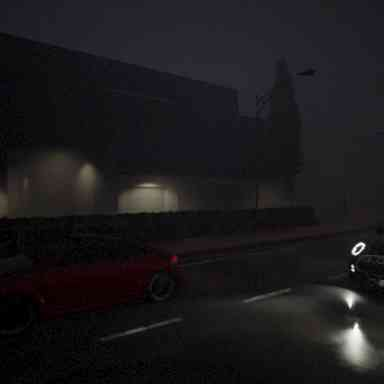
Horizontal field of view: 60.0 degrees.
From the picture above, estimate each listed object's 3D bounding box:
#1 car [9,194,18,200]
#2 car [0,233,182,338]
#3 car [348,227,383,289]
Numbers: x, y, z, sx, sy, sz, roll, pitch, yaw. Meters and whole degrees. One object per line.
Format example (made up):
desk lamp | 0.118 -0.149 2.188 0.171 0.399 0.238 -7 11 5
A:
car | -43.741 1.366 82.986 1.970 1.475 3.806 0 0 -36
car | -2.288 1.560 6.622 4.181 1.385 1.994 0 0 -35
car | 5.881 1.330 8.273 4.553 1.767 2.097 0 0 -36
